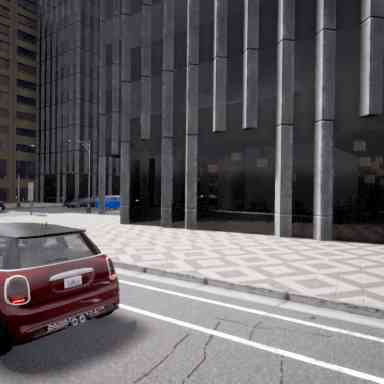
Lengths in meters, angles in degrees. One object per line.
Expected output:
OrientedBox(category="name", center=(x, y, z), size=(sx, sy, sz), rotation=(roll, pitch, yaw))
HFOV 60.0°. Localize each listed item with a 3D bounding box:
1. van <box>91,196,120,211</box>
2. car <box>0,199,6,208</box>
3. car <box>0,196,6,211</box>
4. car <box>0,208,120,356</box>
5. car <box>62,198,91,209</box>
OrientedBox(category="van", center=(-9.712, 1.339, 40.287), size=(1.690, 1.788, 3.998), rotation=(1, 1, 36))
OrientedBox(category="car", center=(-21.565, 1.277, 33.801), size=(2.097, 1.767, 4.553), rotation=(1, 1, 35))
OrientedBox(category="car", center=(-22.994, 1.323, 36.448), size=(1.967, 1.590, 4.097), rotation=(1, 1, 36))
OrientedBox(category="car", center=(-3.496, 1.349, 6.171), size=(4.553, 1.767, 2.097), rotation=(0, 0, 35))
OrientedBox(category="car", center=(-14.314, 1.458, 43.933), size=(2.033, 1.411, 5.357), rotation=(1, 1, 36))
